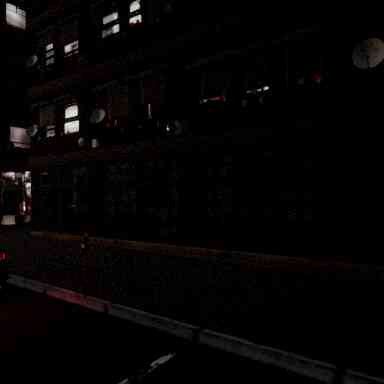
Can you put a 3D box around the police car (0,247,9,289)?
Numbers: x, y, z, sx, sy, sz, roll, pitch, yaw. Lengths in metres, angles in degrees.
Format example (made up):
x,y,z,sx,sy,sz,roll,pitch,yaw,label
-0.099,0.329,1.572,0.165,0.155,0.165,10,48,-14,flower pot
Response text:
x,y,z,sx,sy,sz,roll,pitch,yaw,label
-6.222,1.428,7.614,5.238,1.638,1.930,0,0,35,police car
